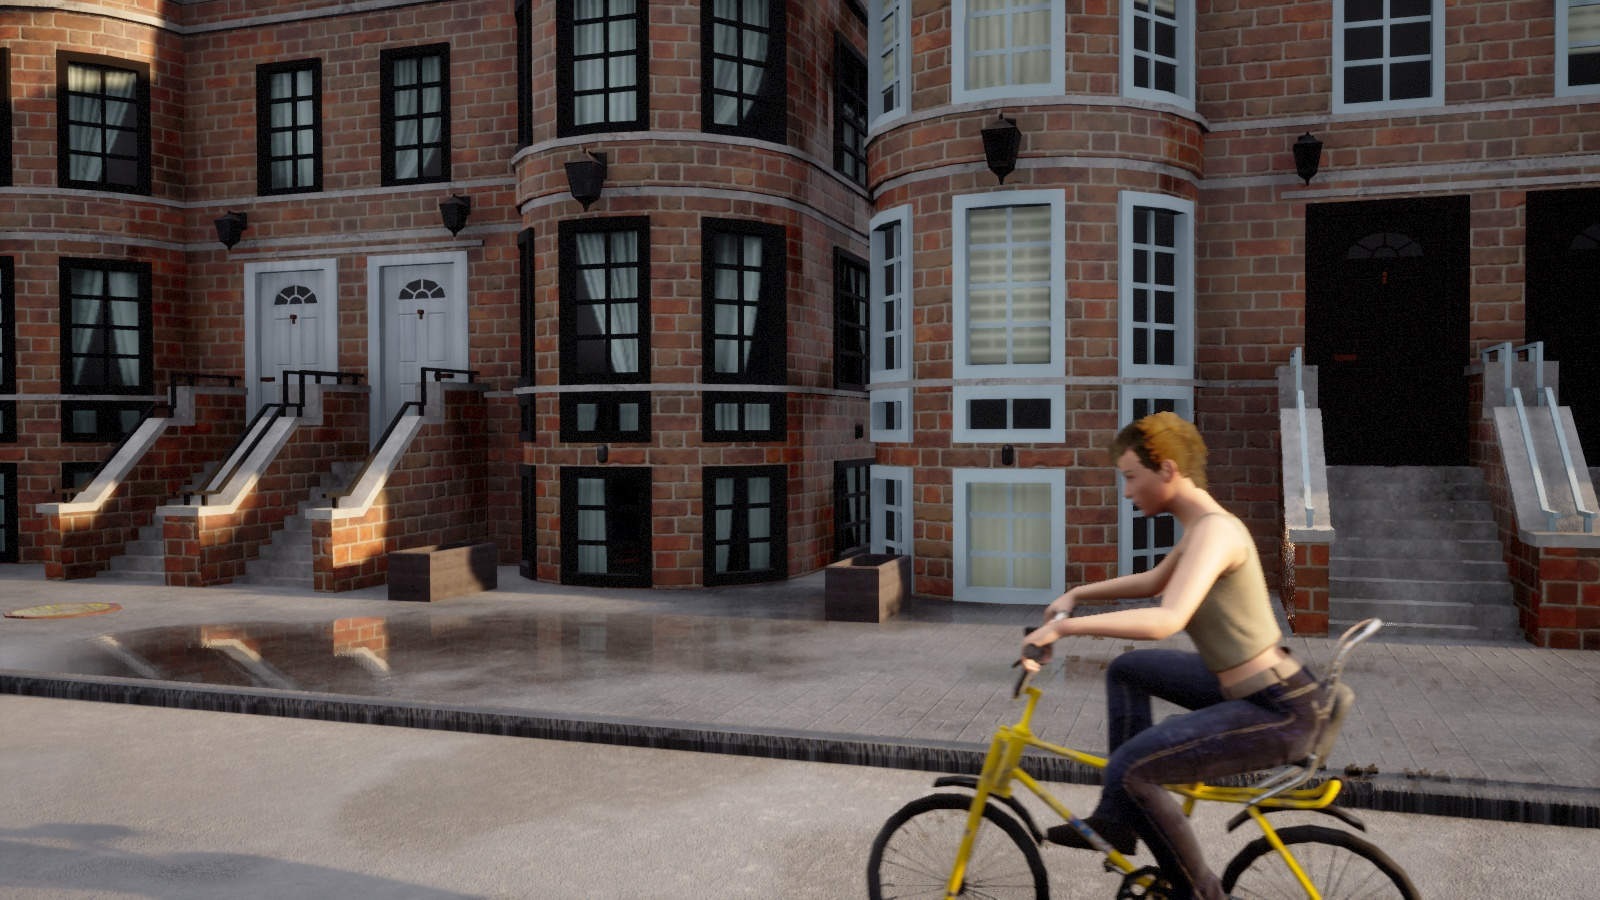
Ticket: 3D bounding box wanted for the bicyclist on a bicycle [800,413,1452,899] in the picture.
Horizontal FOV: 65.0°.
[{"bbox_3d":[0.854,0.711,3.432,1.509,1.612,0.866,1,1,18],"label":"bicyclist on a bicycle"}]
